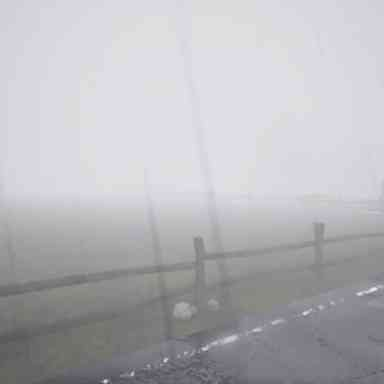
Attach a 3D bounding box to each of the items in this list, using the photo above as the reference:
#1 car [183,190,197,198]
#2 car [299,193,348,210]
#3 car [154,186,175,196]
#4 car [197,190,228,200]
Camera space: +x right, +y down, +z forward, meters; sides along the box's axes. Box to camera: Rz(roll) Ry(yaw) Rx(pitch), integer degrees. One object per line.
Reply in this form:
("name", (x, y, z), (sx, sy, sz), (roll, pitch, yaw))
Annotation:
("car", (0.347, 0.319, 57.522), (2.128, 1.511, 4.902), (1, 1, -35))
("car", (13.318, 0.898, 33.943), (1.882, 1.535, 5.008), (1, 1, -35))
("car", (-5.384, -0.176, 65.627), (2.150, 2.045, 5.566), (1, 1, -35))
("car", (3.343, 0.496, 48.208), (1.882, 1.535, 5.008), (1, 1, -35))
